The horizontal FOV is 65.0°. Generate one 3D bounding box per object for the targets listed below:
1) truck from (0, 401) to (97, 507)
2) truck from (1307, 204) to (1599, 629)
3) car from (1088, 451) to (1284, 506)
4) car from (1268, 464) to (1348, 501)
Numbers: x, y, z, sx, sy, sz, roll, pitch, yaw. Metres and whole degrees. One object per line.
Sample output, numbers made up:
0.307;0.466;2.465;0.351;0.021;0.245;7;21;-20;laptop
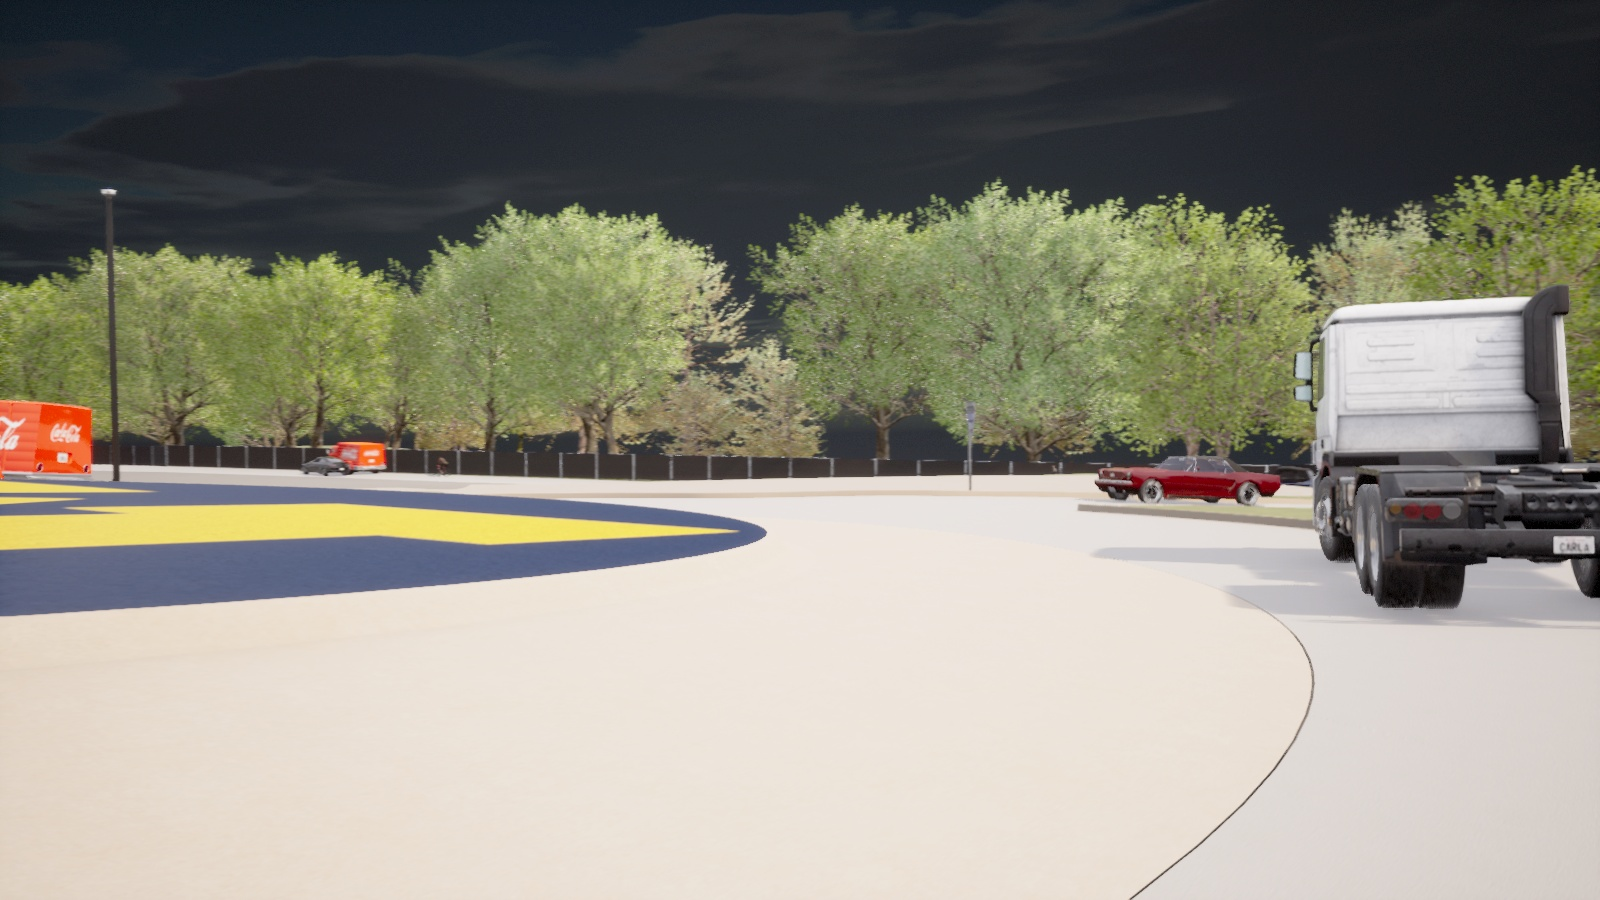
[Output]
-20.737;0.063;30.970;5.204;2.467;2.627;2;-2;2;truck
7.570;-0.287;14.071;2.891;3.462;7.936;-1;0;18;truck
10.389;0.766;33.855;4.718;1.301;1.895;2;0;-15;car
28.008;1.768;69.187;3.866;1.878;1.905;0;1;29;car
